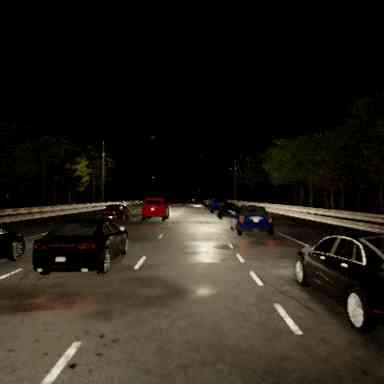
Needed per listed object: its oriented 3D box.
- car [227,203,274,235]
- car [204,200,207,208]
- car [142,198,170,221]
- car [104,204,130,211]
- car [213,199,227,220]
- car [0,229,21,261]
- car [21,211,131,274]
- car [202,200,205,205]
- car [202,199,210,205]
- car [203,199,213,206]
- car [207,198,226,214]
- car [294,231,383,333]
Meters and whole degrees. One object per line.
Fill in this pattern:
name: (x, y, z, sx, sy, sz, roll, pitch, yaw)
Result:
car: (3.598, 1.612, 20.718, 2.097, 1.767, 4.553, 0, -1, 1)
car: (3.561, 2.208, 54.935, 2.128, 1.511, 4.902, 0, -1, 0)
car: (-3.394, 1.626, 31.634, 2.150, 2.045, 5.566, 0, -1, 0)
car: (-6.896, 1.896, 30.638, 1.837, 1.490, 4.892, 0, 0, 0)
car: (3.507, 1.853, 32.965, 2.033, 1.649, 4.856, 0, -1, 0)
car: (-6.902, 1.617, 10.003, 2.128, 1.511, 4.902, 0, -1, 0)
car: (-3.402, 1.616, 11.076, 1.882, 1.535, 5.008, 0, -1, 0)
car: (3.607, 2.427, 65.922, 1.994, 1.385, 4.181, 0, -1, 0)
car: (3.704, 2.705, 87.920, 2.033, 1.411, 5.357, 0, -1, 0)
car: (3.655, 2.503, 76.922, 2.128, 1.511, 4.902, 0, -1, 0)
car: (3.527, 1.790, 43.983, 2.150, 2.045, 5.566, 0, -1, 0)
car: (3.600, 1.585, 6.914, 1.837, 1.490, 4.892, 0, -3, 0)
